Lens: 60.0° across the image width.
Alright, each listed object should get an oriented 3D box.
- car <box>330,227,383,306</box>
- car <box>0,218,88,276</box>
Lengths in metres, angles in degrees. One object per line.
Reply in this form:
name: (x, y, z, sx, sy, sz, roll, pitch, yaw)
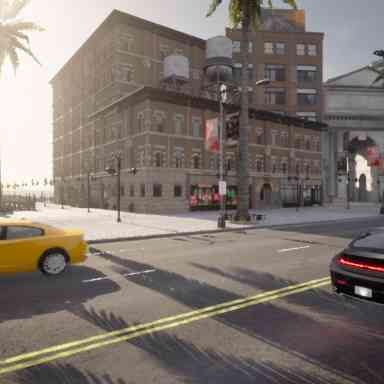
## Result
car: (4.984, 1.505, 7.265, 4.892, 1.490, 1.837, 0, 0, -36)
car: (-5.352, 1.477, 8.767, 5.008, 1.535, 1.882, 0, 0, -35)
